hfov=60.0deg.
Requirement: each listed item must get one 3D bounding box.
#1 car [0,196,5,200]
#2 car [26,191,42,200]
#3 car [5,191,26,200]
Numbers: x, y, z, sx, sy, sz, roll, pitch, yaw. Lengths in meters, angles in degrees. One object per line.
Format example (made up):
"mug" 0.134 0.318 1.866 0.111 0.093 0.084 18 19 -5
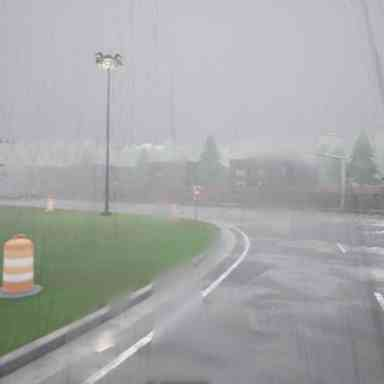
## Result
"car" -31.592 0.619 51.363 4.718 1.301 1.895 1 1 32
"car" -27.925 0.538 57.325 4.892 1.490 1.837 1 0 32
"car" -29.737 0.590 54.334 4.181 1.385 1.994 1 1 32
